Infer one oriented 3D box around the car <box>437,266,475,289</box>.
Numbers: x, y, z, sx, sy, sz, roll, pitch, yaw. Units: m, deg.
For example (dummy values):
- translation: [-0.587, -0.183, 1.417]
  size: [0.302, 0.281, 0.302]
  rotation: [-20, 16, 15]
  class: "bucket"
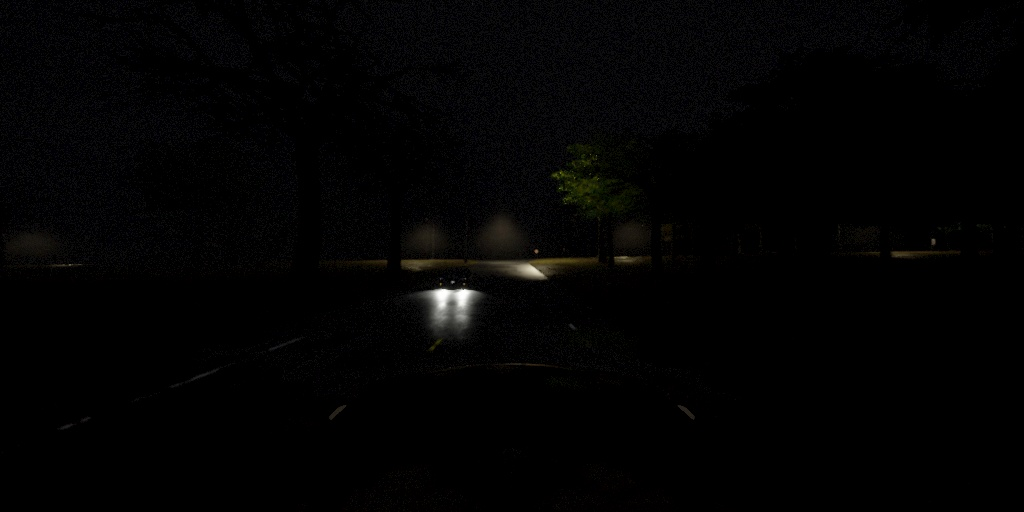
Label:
- translation: [-3.590, 1.376, 23.643]
  size: [1.994, 1.385, 4.181]
  rotation: [0, 0, 0]
  class: "car"
